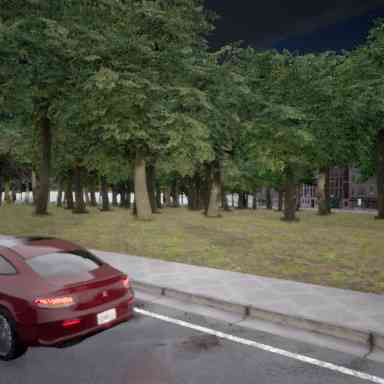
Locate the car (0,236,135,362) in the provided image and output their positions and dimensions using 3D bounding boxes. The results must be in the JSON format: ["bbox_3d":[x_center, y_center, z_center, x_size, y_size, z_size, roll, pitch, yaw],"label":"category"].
[{"bbox_3d":[-3.031,1.524,5.867,4.674,1.442,1.812,0,0,36],"label":"car"}]
